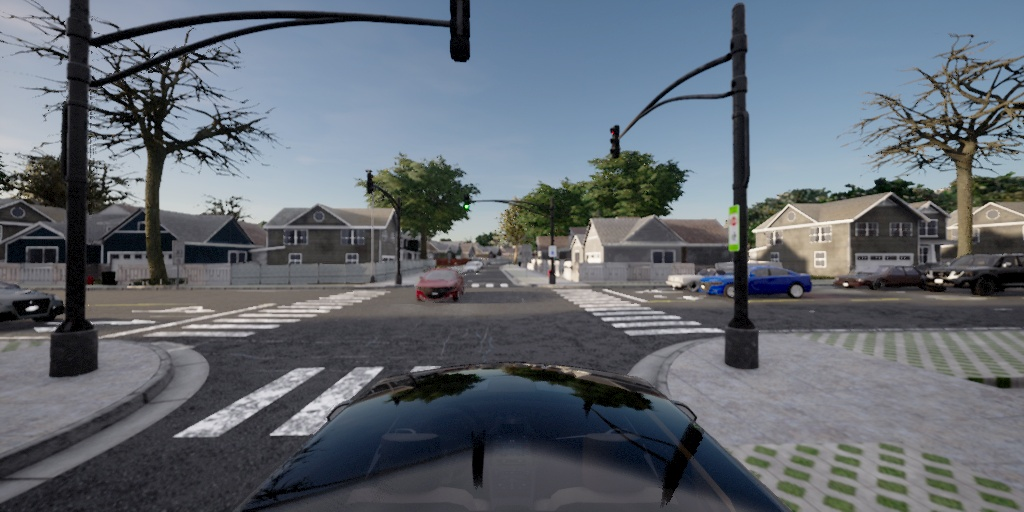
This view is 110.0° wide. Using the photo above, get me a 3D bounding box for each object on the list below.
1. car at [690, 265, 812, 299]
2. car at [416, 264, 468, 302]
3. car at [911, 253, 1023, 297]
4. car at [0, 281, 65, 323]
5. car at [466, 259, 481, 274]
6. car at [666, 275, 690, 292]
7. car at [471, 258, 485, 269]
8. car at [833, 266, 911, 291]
[{"bbox_3d":[11.823,1.233,17.615,5.008,1.535,1.882,0,-1,-2],"label":"car"},{"bbox_3d":[-3.431,1.342,17.802,1.882,1.535,5.008,0,0,-3],"label":"car"},{"bbox_3d":[24.176,0.902,18.078,5.566,2.045,2.150,0,-1,-2],"label":"car"},{"bbox_3d":[-15.331,1.278,9.899,4.181,1.385,1.994,0,-1,-2],"label":"car"},{"bbox_3d":[-5.223,1.532,46.050,1.812,1.442,4.674,0,1,-4],"label":"car"},{"bbox_3d":[11.577,1.397,20.858,4.718,1.301,1.895,0,-1,-2],"label":"car"},{"bbox_3d":[-6.290,1.343,61.951,2.150,2.045,5.566,0,2,-3],"label":"car"},{"bbox_3d":[22.348,1.279,21.257,5.357,1.411,2.033,0,-1,-2],"label":"car"}]
